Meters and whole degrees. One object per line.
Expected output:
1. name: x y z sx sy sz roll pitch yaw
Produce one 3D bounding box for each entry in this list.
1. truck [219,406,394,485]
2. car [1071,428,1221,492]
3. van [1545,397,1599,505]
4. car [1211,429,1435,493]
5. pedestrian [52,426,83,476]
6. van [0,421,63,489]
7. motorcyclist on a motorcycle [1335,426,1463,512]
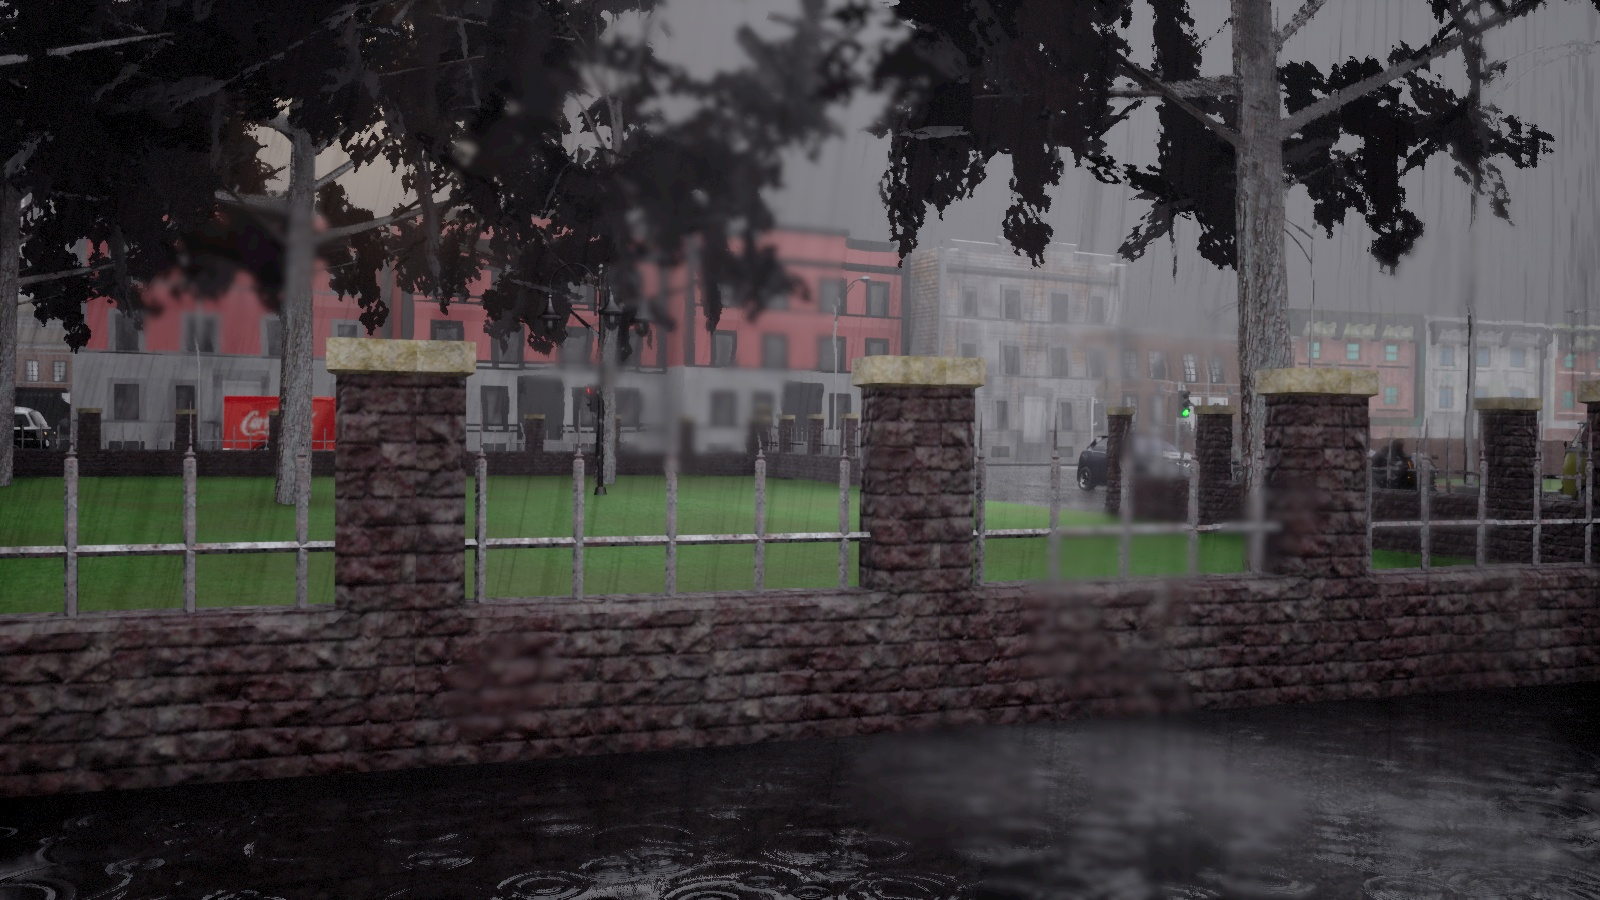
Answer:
1. truck: -16.270 -0.191 41.749 5.204 2.467 2.627 -1 1 -18
2. car: 8.567 0.208 31.409 1.845 1.501 3.633 -1 1 -20
3. van: 15.776 0.018 22.248 1.775 1.987 4.442 -1 1 -15
4. car: 12.652 0.207 30.856 2.033 1.411 5.357 -1 1 -19
5. pedestrian: -27.624 0.035 47.371 0.849 1.883 0.563 -1 1 -16
6. van: -25.457 0.169 38.585 4.480 2.038 2.069 -1 1 -19
7. motorcyclist on a motorcycle: 11.227 0.327 23.635 0.866 1.530 2.191 -1 1 -21
